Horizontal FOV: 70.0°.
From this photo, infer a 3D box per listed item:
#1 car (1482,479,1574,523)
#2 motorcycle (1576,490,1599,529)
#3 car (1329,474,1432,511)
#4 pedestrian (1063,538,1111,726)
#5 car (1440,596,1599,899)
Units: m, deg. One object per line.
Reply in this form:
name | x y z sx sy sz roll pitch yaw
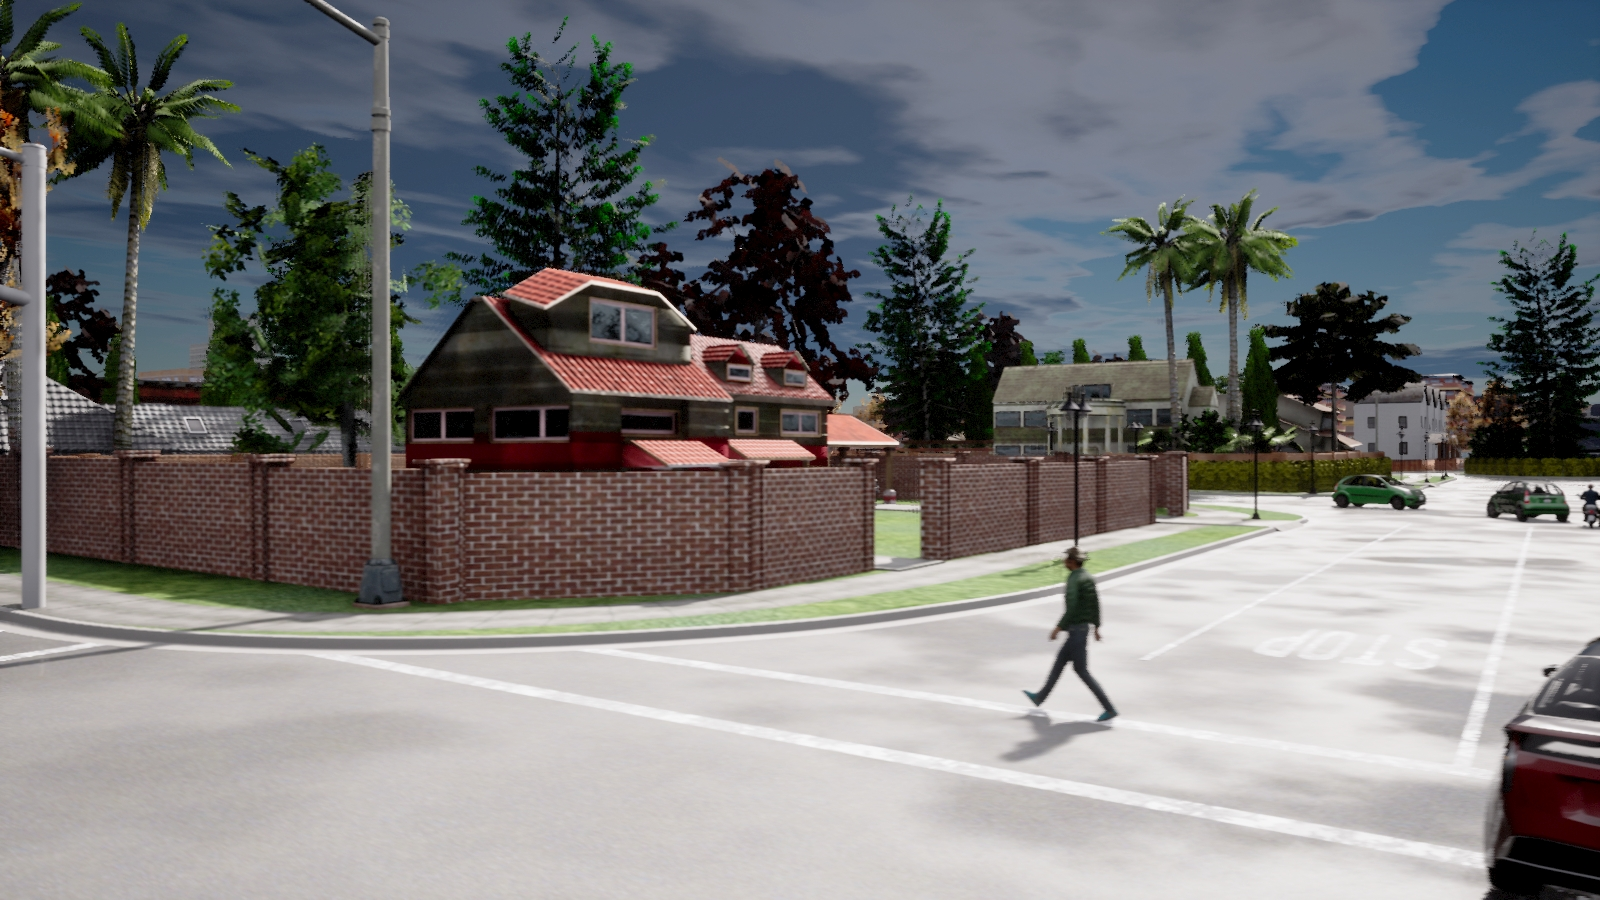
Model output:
car | 29.924 2.051 47.094 1.851 1.617 3.988 0 0 10
motorcycle | 29.144 2.174 42.118 0.856 1.341 1.805 0 0 33
car | 27.781 1.997 54.810 1.851 1.617 3.988 0 0 -35
pedestrian | 2.975 1.867 11.848 0.375 1.860 0.375 0 0 35
car | 6.051 2.041 7.772 2.007 1.525 4.514 0 0 42
